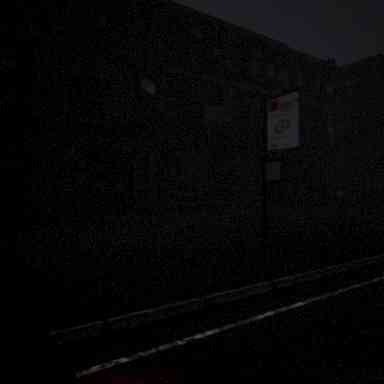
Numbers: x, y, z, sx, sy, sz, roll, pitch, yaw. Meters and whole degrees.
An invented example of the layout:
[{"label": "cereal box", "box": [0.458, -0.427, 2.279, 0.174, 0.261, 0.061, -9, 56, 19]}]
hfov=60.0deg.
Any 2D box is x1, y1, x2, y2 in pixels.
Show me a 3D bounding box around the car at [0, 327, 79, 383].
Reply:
[{"label": "car", "box": [-3.073, 1.549, 1.186, 5.357, 1.411, 2.033, 0, 0, -35]}]
